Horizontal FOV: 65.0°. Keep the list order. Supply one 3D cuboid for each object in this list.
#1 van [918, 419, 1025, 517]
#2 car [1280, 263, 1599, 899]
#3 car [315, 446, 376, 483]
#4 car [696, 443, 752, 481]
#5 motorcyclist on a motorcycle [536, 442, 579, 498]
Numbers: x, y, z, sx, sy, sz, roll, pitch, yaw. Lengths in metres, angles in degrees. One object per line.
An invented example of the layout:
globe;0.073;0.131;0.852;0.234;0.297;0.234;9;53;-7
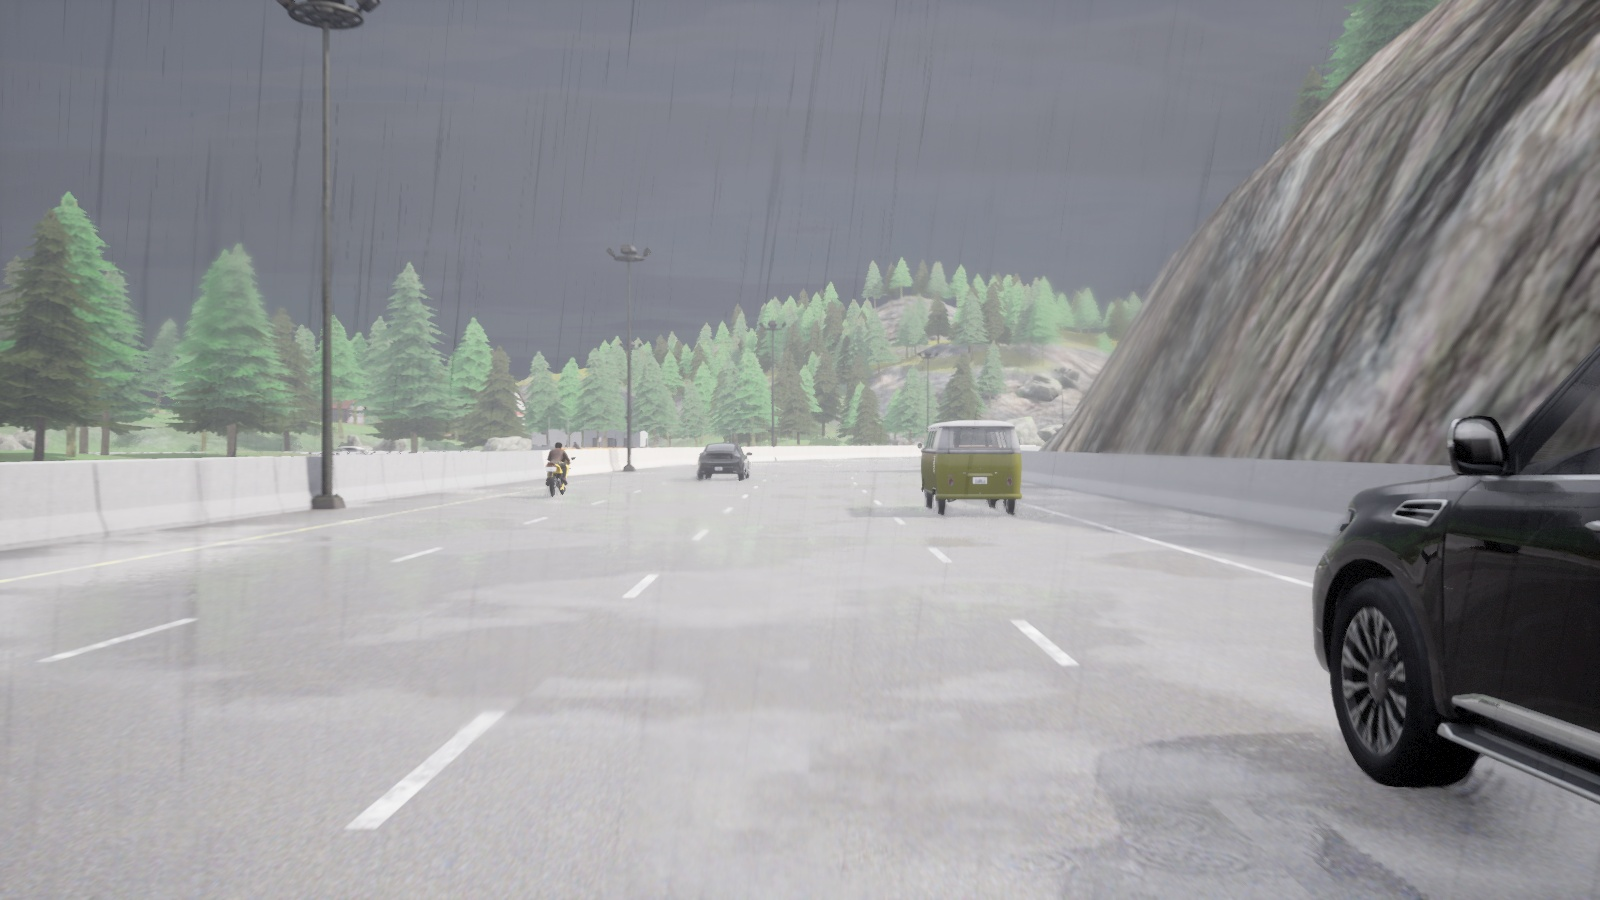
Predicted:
van;3.672;0.350;27.567;1.775;1.987;4.442;0;0;0
car;3.537;0.448;3.686;2.150;2.045;5.566;0;0;0
car;-17.188;0.525;47.564;1.481;1.376;2.207;0;0;1
car;-3.082;0.464;51.552;1.837;1.490;4.892;0;0;2
motorcyclist on a motorcycle;-6.785;0.529;35.175;0.797;1.523;2.044;0;0;0
